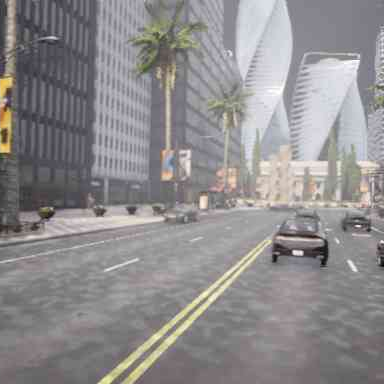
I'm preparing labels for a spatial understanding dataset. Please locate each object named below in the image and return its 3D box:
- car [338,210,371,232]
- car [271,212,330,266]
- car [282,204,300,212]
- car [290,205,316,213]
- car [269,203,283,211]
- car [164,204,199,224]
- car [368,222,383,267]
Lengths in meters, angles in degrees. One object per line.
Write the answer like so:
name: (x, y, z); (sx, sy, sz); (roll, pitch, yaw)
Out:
car: (12.589, 2.189, 25.791); (1.837, 1.490, 4.892); (1, 0, 20)
car: (4.212, 1.775, 12.848); (2.128, 1.511, 4.902); (1, -1, 20)
car: (18.278, 2.811, 58.877); (2.033, 1.411, 5.357); (1, -1, 34)
car: (9.297, 2.112, 26.977); (1.837, 1.490, 4.892); (1, 0, 20)
car: (16.295, 2.798, 62.196); (2.033, 1.411, 5.357); (1, -1, 36)
car: (-0.812, 1.827, 28.795); (2.231, 1.521, 4.892); (1, -1, 20)
car: (6.759, 1.862, 9.659); (2.033, 1.411, 5.357); (1, -1, 20)
